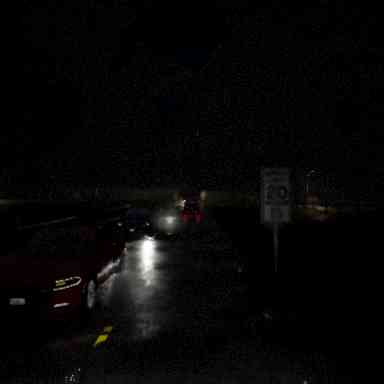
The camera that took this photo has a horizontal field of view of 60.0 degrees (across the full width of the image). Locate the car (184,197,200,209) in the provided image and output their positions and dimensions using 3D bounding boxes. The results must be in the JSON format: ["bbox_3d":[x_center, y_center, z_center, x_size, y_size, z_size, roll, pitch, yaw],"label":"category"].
[{"bbox_3d":[-0.007,1.583,48.562,2.128,1.511,4.902,0,0,0],"label":"car"}]

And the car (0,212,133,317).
[{"bbox_3d":[-2.823,1.482,7.829,1.882,1.535,5.008,0,0,-1],"label":"car"}]

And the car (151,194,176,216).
[{"bbox_3d":[-2.833,1.270,33.860,2.150,2.045,5.566,0,0,0],"label":"car"}]

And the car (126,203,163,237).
[{"bbox_3d":[-2.850,1.542,18.122,1.812,1.442,4.674,0,0,0],"label":"car"}]

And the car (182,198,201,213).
[{"bbox_3d":[-0.010,1.583,37.811,1.812,1.442,4.674,0,0,0],"label":"car"}]
